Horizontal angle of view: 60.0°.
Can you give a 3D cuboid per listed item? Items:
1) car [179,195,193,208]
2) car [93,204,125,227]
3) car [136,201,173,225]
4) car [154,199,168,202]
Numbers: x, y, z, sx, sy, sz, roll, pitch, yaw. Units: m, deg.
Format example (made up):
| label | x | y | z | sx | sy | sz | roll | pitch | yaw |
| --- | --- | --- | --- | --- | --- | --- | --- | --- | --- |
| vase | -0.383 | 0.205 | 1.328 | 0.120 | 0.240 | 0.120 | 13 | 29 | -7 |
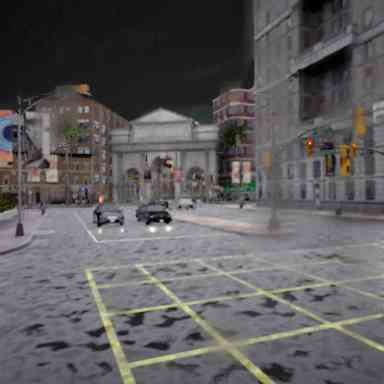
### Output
| label | x | y | z | sx | sy | sz | roll | pitch | yaw |
| --- | --- | --- | --- | --- | --- | --- | --- | --- | --- |
| car | -0.992 | 1.522 | 54.662 | 2.150 | 2.045 | 5.566 | -1 | 0 | -1 |
| car | -6.302 | 1.692 | 24.981 | 2.128 | 1.511 | 4.902 | 0 | 0 | -21 |
| car | -3.155 | 1.724 | 26.541 | 2.033 | 1.411 | 5.357 | 0 | 0 | -21 |
| car | -5.233 | 1.841 | 52.938 | 1.837 | 1.490 | 4.892 | 0 | 0 | -30 |
